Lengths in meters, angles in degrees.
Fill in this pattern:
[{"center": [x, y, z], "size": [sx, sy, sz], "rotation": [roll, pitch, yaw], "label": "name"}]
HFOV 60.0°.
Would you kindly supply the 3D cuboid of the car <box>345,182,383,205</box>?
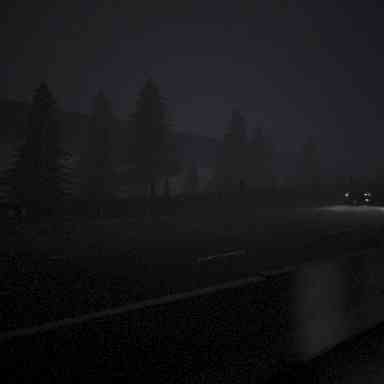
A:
[{"center": [14.553, 0.068, 27.262], "size": [4.553, 1.767, 2.097], "rotation": [-4, 2, -35], "label": "car"}]
